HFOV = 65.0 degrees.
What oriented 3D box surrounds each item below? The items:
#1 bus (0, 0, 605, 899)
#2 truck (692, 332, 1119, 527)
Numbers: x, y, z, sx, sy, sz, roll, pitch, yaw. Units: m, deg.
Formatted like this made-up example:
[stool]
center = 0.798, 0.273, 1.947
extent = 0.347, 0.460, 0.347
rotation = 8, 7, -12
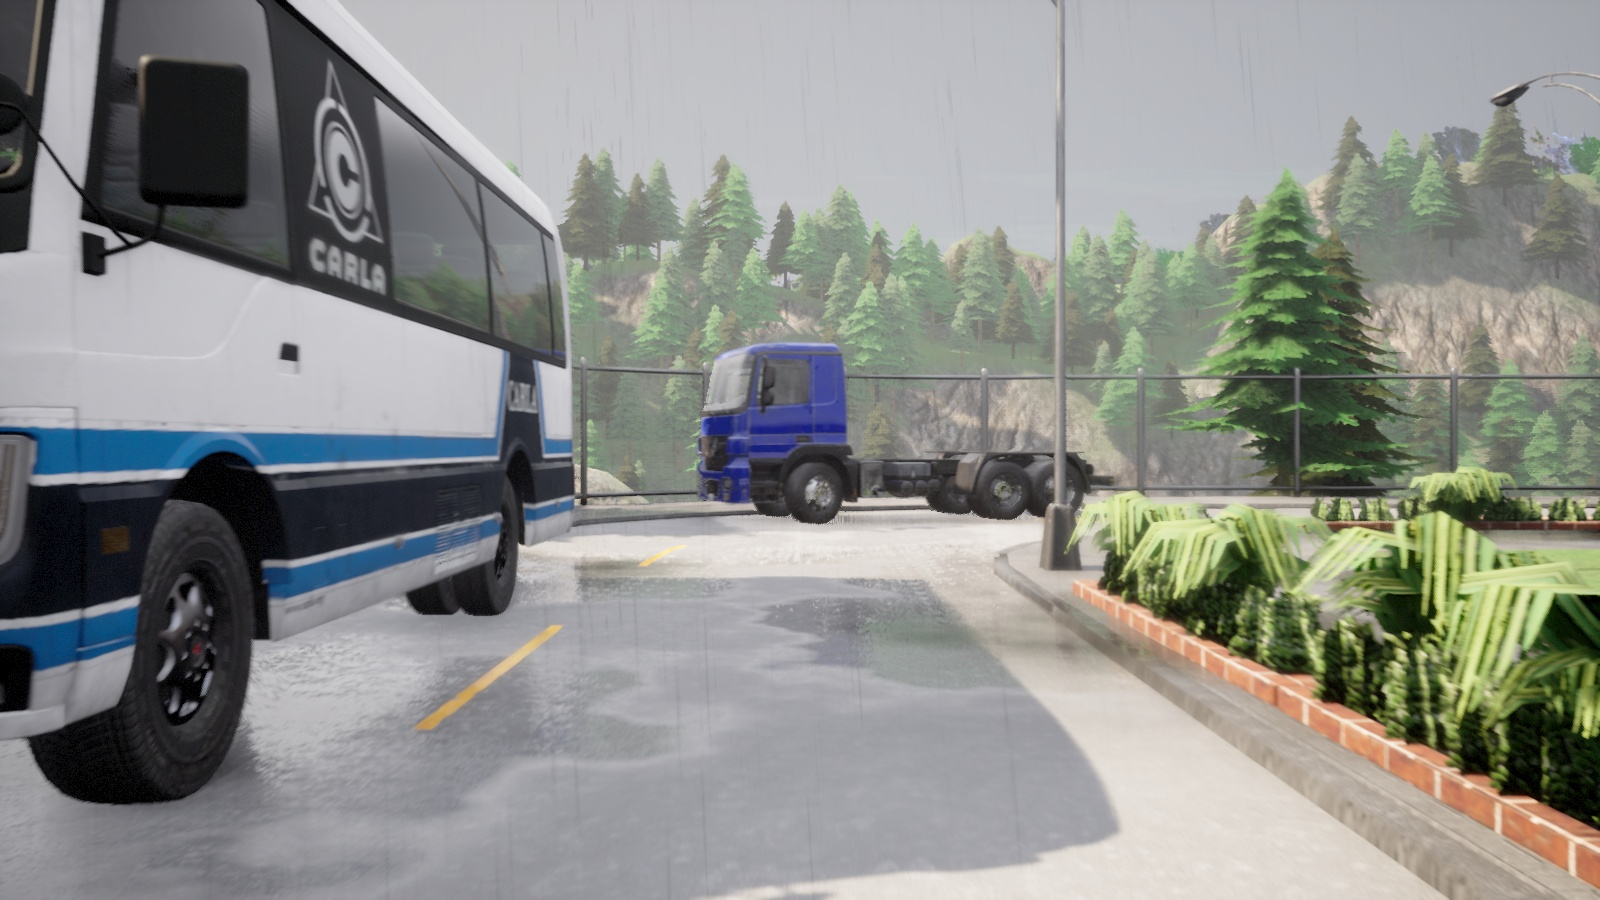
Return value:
[bus]
center = -4.052, -0.680, 8.211
extent = 3.944, 4.253, 10.273
rotation = 0, 0, 0
[truck]
center = 2.065, -0.372, 24.899
extent = 7.936, 3.462, 2.891
rotation = 0, 0, -18
